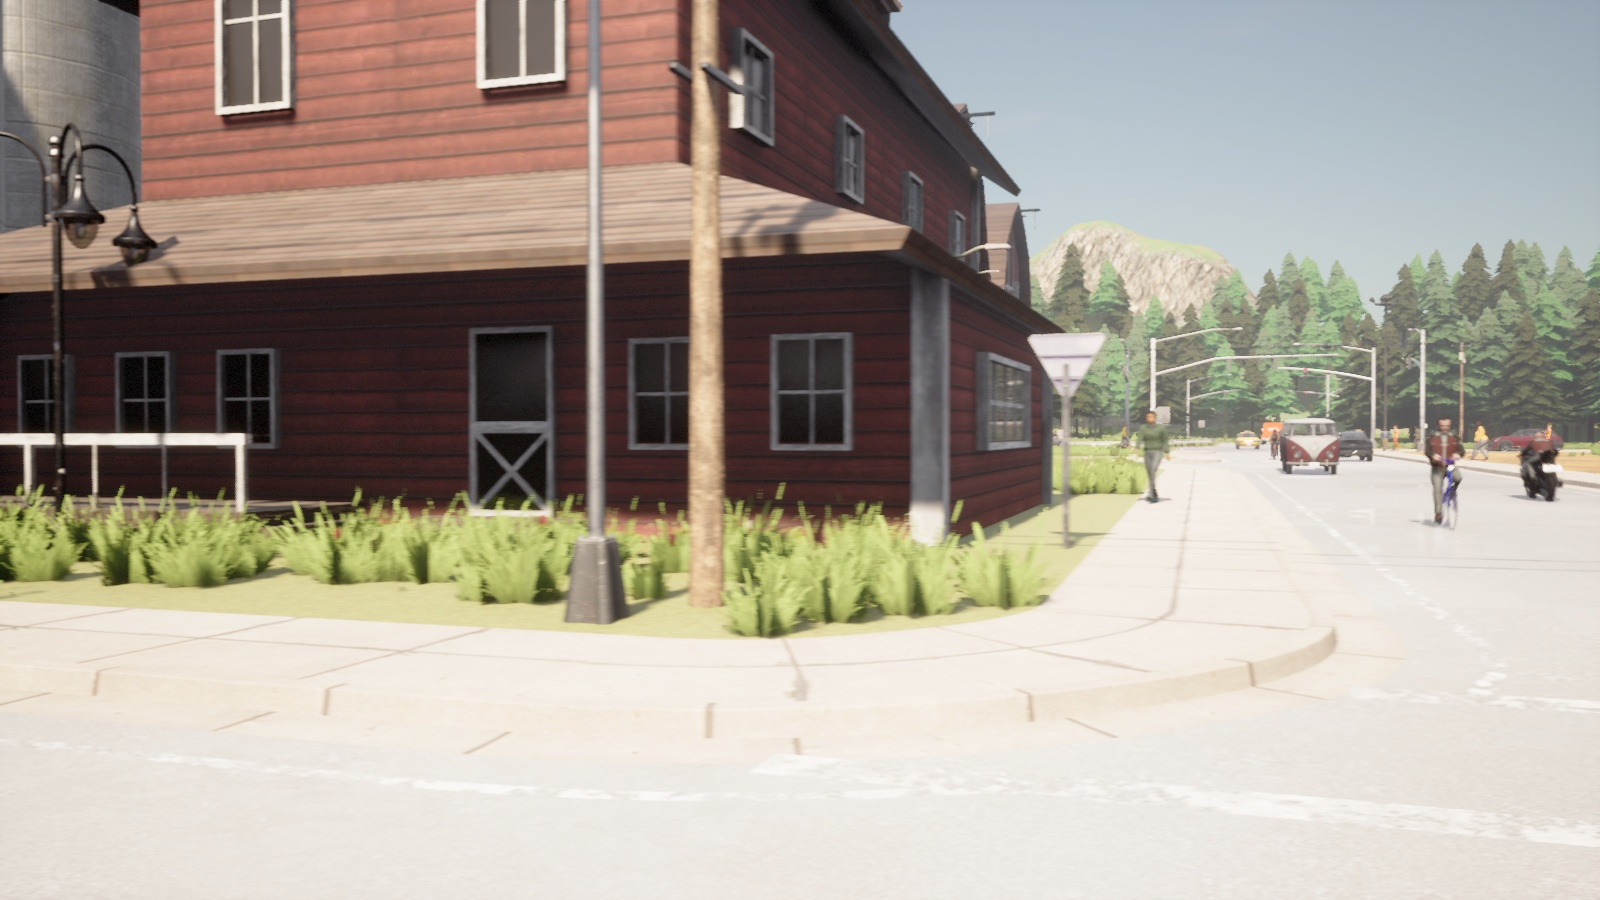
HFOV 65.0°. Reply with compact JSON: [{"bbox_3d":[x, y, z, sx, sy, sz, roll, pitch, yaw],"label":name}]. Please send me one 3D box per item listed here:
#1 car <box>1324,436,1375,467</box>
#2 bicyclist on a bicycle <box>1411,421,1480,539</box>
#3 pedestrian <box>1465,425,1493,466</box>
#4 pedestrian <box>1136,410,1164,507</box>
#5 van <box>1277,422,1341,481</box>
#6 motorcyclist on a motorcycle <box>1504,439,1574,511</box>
[{"bbox_3d":[27.950,0.035,63.999,1.837,1.490,4.892,1,1,17],"label":"car"},{"bbox_3d":[10.141,0.442,19.790,0.659,1.776,1.843,1,1,18],"label":"bicyclist on a bicycle"},{"bbox_3d":[31.101,-0.197,57.508,0.900,1.855,0.874,1,1,42],"label":"pedestrian"},{"bbox_3d":[6.727,0.153,24.138,0.353,1.847,0.614,1,1,31],"label":"pedestrian"},{"bbox_3d":[18.251,-0.010,45.147,1.775,1.987,4.442,1,2,18],"label":"van"},{"bbox_3d":[16.436,0.523,27.994,0.866,1.530,2.191,1,1,18],"label":"motorcyclist on a motorcycle"}]
